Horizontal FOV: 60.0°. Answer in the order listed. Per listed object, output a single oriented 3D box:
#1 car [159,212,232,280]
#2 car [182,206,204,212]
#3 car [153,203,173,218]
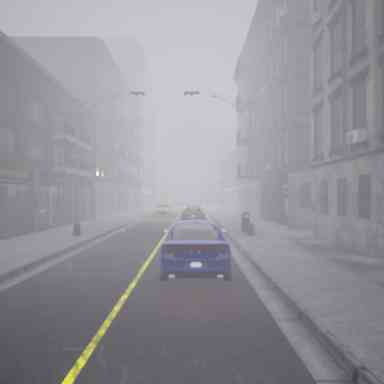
[{"bbox_3d":[0.099,1.607,10.383,1.882,1.535,5.008,0,-1,0],"label":"car"},{"bbox_3d":[0.095,1.915,28.654,1.994,1.385,4.181,0,-1,0],"label":"car"},{"bbox_3d":[-3.086,1.914,35.813,1.882,1.535,5.008,0,-1,0],"label":"car"}]
